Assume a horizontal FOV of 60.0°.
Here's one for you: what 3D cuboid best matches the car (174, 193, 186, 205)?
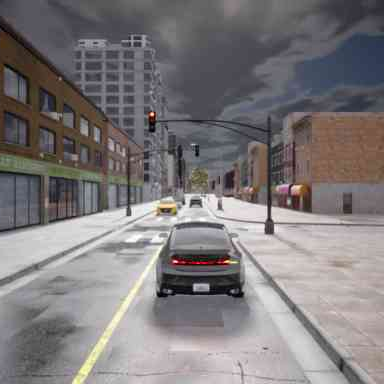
[{"bbox_3d":[-2.282,1.205,57.737,2.150,2.045,5.566,0,0,0],"label":"car"}]

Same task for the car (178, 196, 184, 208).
[{"bbox_3d":[-2.417,1.597,44.582,1.895,1.301,4.718,0,0,1],"label":"car"}]

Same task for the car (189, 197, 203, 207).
[{"bbox_3d":[0.601,1.496,51.666,1.837,1.490,4.892,0,0,1],"label":"car"}]

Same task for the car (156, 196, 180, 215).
[{"bbox_3d":[-2.479,1.478,33.456,1.882,1.535,5.008,0,0,-1],"label":"car"}]

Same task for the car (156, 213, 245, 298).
[{"bbox_3d":[0.176,1.505,8.526,1.837,1.490,4.892,0,0,0],"label":"car"}]
